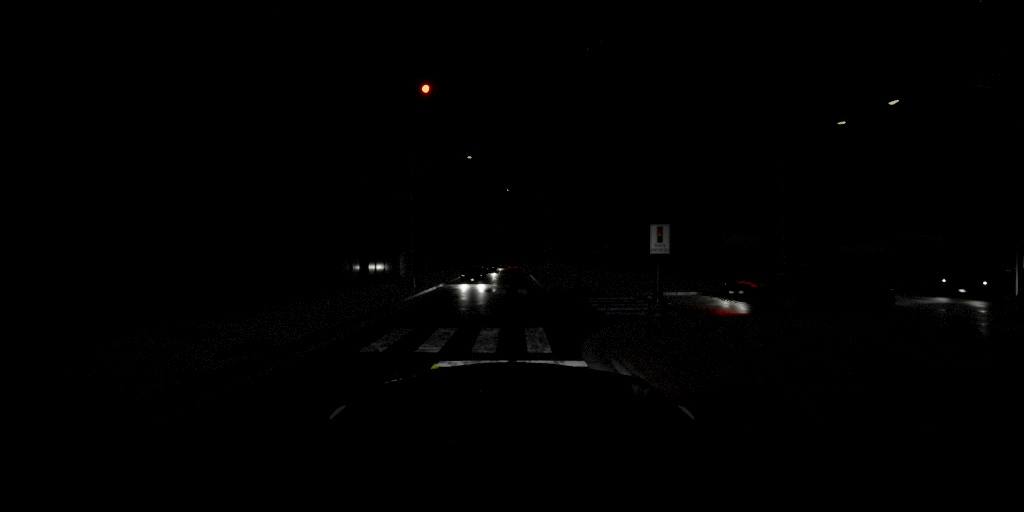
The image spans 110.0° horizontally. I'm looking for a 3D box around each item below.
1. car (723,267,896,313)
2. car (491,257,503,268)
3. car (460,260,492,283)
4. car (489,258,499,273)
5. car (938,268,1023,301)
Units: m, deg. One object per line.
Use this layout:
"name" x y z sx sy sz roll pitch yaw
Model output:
"car" 10.929 1.168 13.158 5.008 1.535 1.882 0 0 2
"car" -2.787 1.116 62.374 2.150 2.045 5.566 0 0 0
"car" -2.879 1.301 28.064 2.033 1.411 5.357 0 0 -1
"car" -2.871 1.269 43.599 1.837 1.490 4.892 0 0 0
"car" 22.265 1.219 15.987 4.718 1.301 1.895 0 0 0
